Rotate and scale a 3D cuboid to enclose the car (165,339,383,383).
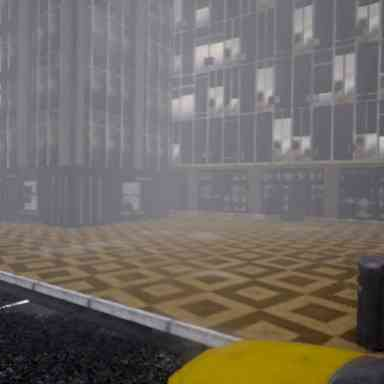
[{"bbox_3d":[1.802,1.525,1.732,4.829,1.417,1.752,0,1,36],"label":"car"}]
